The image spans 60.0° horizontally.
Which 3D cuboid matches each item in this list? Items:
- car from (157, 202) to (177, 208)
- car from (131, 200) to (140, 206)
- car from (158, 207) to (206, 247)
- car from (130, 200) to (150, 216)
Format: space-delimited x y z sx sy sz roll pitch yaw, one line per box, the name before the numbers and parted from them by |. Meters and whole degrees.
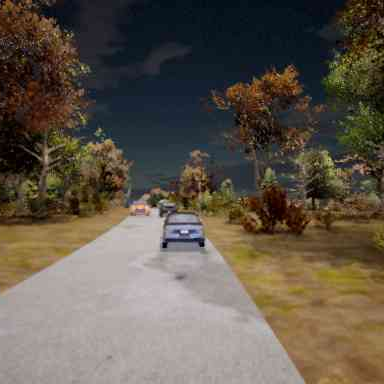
car | -2.639 1.844 36.117 1.837 1.490 4.892 1 -1 -8
car | -13.032 2.553 76.546 2.033 1.411 5.357 1 -2 -11
car | -0.456 1.619 15.500 2.033 1.411 5.357 0 0 -4
car | -5.711 1.691 36.777 2.097 1.767 4.553 0 -1 -9
